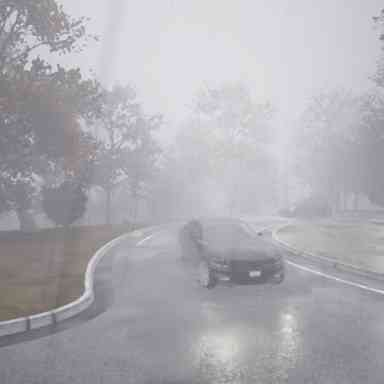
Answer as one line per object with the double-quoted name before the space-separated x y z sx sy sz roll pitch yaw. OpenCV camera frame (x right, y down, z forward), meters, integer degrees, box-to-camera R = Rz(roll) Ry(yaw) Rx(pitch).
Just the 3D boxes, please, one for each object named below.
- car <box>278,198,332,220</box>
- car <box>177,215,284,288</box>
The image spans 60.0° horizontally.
"car" 9.574 1.348 28.298 4.553 1.767 2.097 0 0 -21
"car" 0.807 1.477 9.556 1.882 1.535 5.008 -1 0 -13
